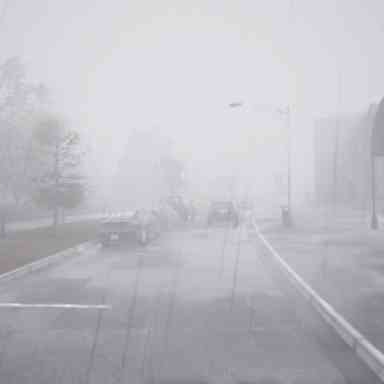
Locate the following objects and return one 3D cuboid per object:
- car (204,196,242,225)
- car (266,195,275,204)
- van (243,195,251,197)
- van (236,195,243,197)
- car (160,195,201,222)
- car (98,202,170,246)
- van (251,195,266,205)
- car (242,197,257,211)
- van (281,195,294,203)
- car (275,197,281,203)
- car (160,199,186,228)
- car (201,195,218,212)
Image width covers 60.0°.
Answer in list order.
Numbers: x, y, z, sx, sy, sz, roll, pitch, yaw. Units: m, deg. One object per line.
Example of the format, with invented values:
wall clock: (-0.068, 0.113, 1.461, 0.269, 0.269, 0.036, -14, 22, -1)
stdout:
car: (2.352, 1.367, 24.076, 2.097, 1.767, 4.553, 0, 0, 9)
car: (15.826, 1.652, 73.700, 2.435, 2.045, 5.566, -2, -1, 27)
van: (8.467, 1.499, 58.728, 1.878, 1.987, 4.442, -3, -1, 21)
van: (6.403, 1.448, 53.544, 1.878, 1.987, 4.442, -3, -1, 20)
car: (-1.151, 1.272, 26.574, 2.435, 2.045, 5.566, -3, 0, 10)
car: (-2.749, 1.505, 15.473, 2.231, 1.521, 4.892, -3, 0, 7)
van: (13.221, 1.617, 68.853, 1.878, 1.987, 4.442, -2, -1, 26)
car: (6.754, 1.635, 42.536, 1.994, 1.385, 4.181, -1, 0, 17)
van: (24.690, 1.824, 87.985, 1.878, 1.987, 4.442, -2, -1, 33)
car: (18.637, 1.998, 78.496, 2.002, 1.452, 4.674, -2, -1, 31)
car: (-2.044, 1.514, 21.019, 2.231, 1.521, 4.892, -3, 0, 8)
car: (1.317, 1.558, 37.641, 1.946, 1.575, 5.366, -3, 0, 16)
